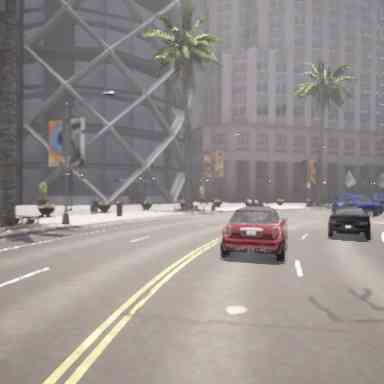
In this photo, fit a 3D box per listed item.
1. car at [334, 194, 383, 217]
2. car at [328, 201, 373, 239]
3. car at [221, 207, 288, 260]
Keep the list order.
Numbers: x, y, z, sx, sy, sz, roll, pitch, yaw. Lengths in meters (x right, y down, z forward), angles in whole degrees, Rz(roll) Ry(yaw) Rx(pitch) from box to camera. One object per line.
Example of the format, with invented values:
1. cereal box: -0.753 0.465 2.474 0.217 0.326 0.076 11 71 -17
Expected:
1. car: 14.906 1.247 30.032 5.566 2.045 2.150 0 0 -36
2. car: 8.525 1.491 17.846 1.882 1.535 5.008 0 0 28
3. car: 2.539 1.337 12.725 2.097 1.767 4.553 1 0 17
